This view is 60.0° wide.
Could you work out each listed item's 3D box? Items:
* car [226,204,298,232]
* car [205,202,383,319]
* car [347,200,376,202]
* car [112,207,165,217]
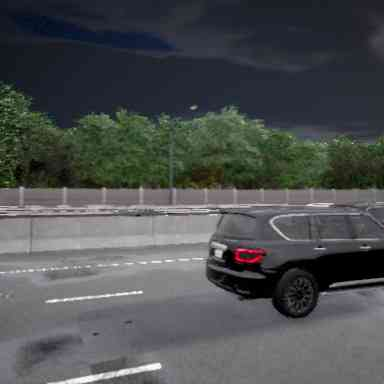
[{"bbox_3d":[4.923,1.741,23.489,4.553,1.767,2.097,0,-1,-21],"label":"car"},{"bbox_3d":[3.031,1.351,7.661,5.566,2.045,2.150,0,-1,-21],"label":"car"},{"bbox_3d":[7.724,1.444,13.213,5.566,2.045,2.150,0,-1,-21],"label":"car"},{"bbox_3d":[-5.002,2.106,30.920,4.718,1.301,1.895,0,-1,-21],"label":"car"}]
